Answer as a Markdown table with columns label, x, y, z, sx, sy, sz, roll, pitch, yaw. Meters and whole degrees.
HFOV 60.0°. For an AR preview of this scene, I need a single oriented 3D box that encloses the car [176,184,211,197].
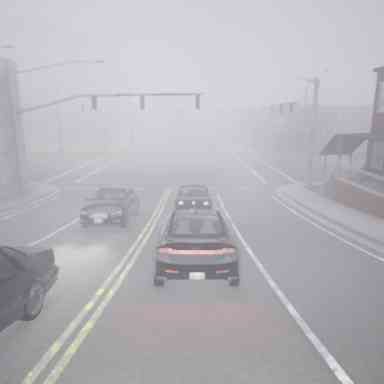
| label | x | y | z | sx | sy | sz | roll | pitch | yaw |
| --- | --- | --- | --- | --- | --- | --- | --- | --- | --- |
| car | 0.083 | 0.230 | 18.235 | 1.895 | 1.301 | 4.718 | 0 | 8 | 0 |

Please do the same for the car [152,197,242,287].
| label | x | y | z | sx | sy | sz | roll | pitch | yaw |
| --- | --- | --- | --- | --- | --- | --- | --- | --- | --- |
| car | 0.098 | 1.173 | 8.534 | 2.128 | 1.511 | 4.902 | 0 | 4 | 0 |

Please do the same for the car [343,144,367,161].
| label | x | y | z | sx | sy | sz | roll | pitch | yaw |
| --- | --- | --- | --- | --- | --- | --- | --- | --- | --- |
| car | 22.092 | -4.953 | 41.655 | 4.553 | 1.767 | 2.097 | 0 | 13 | 0 |

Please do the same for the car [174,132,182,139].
| label | x | y | z | sx | sy | sz | roll | pitch | yaw |
| --- | --- | --- | --- | --- | --- | --- | --- | --- | --- |
| car | -3.506 | -14.317 | 84.088 | 1.994 | 1.385 | 4.181 | 0 | 13 | 0 |

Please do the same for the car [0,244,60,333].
| label | x | y | z | sx | sy | sz | roll | pitch | yaw |
| --- | --- | --- | --- | --- | --- | --- | --- | --- | --- |
| car | -3.512 | 1.455 | 4.225 | 2.033 | 1.411 | 5.357 | 0 | 2 | 0 |

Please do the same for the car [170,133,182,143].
| label | x | y | z | sx | sy | sz | roll | pitch | yaw |
| --- | --- | --- | --- | --- | --- | --- | --- | --- | --- |
| car | -3.505 | -10.939 | 68.872 | 1.837 | 1.490 | 4.892 | 0 | 13 | 0 |

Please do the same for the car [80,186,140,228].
| label | x | y | z | sx | sy | sz | roll | pitch | yaw |
| --- | --- | --- | --- | --- | --- | --- | --- | --- | --- |
| car | -3.553 | 0.549 | 15.067 | 2.128 | 1.511 | 4.902 | 0 | 7 | 0 |
